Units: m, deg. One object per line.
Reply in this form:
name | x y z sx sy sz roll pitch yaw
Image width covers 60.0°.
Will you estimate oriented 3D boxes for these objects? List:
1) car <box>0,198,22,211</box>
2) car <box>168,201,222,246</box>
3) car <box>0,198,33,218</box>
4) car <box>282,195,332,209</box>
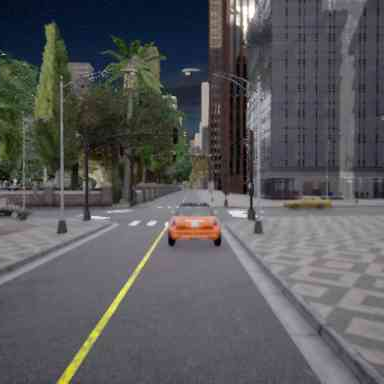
car | -20.413 1.324 34.909 4.206 1.307 1.802 0 1 0
car | 0.098 1.221 14.761 2.097 1.767 4.553 0 1 0
car | -14.929 1.393 26.350 4.403 1.369 2.008 0 1 0
car | 11.933 1.030 34.709 4.829 1.417 1.752 -1 1 0
